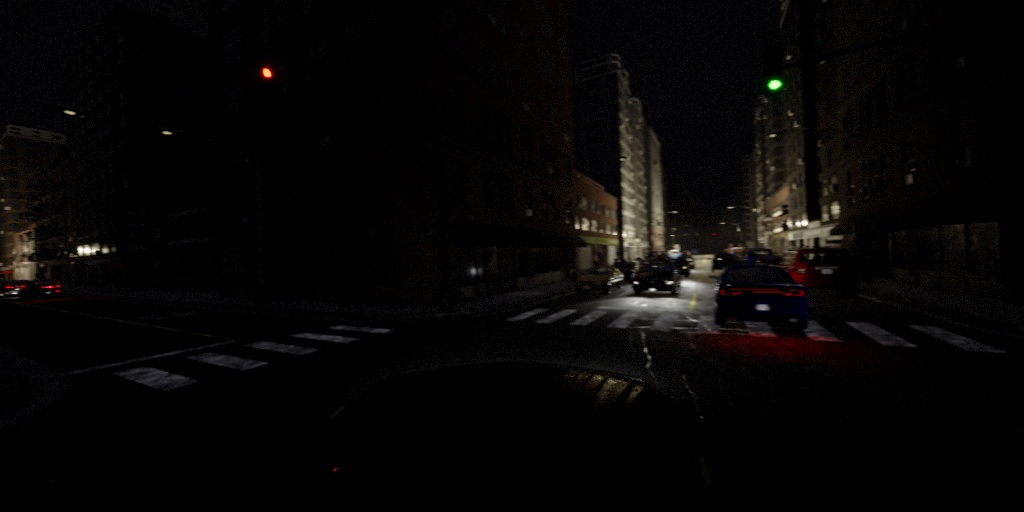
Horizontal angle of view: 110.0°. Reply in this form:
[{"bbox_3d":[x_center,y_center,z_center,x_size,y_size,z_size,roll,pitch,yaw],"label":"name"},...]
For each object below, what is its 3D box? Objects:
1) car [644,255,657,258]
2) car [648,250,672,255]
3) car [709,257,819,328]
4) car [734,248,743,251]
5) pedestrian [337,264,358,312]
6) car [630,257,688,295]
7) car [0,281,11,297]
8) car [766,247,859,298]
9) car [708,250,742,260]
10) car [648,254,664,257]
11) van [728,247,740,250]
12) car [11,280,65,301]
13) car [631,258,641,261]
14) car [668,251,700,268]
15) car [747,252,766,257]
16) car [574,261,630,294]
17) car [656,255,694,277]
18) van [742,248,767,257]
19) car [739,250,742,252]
[{"bbox_3d":[10.025,0.836,28.447,1.751,1.417,4.829,0,0,29],"label":"car"},{"bbox_3d":[15.537,0.386,38.515,2.192,1.841,5.009,0,0,29],"label":"car"},{"bbox_3d":[6.832,0.955,10.263,1.882,1.535,5.008,-2,0,29],"label":"car"},{"bbox_3d":[25.795,0.190,39.510,1.751,1.417,4.829,0,0,29],"label":"car"},{"bbox_3d":[-6.052,1.116,13.115,0.375,1.860,0.375,-2,0,30],"label":"pedestrian"},{"bbox_3d":[7.249,0.994,17.678,2.033,1.411,5.357,-2,0,28],"label":"car"},{"bbox_3d":[-46.419,2.991,33.571,4.892,1.490,1.837,-2,0,30],"label":"car"},{"bbox_3d":[12.136,0.575,14.556,2.192,1.841,5.009,0,0,29],"label":"car"},{"bbox_3d":[16.992,0.541,28.824,1.837,1.490,4.892,-2,0,29],"label":"car"},{"bbox_3d":[12.740,0.716,33.406,1.751,1.417,4.829,0,0,29],"label":"car"},{"bbox_3d":[31.144,-0.236,49.282,1.690,1.789,3.998,0,0,29],"label":"van"},{"bbox_3d":[-37.462,2.661,28.537,4.902,1.511,2.128,-2,0,30],"label":"car"},{"bbox_3d":[7.393,0.995,23.637,1.948,1.339,4.313,0,0,29],"label":"car"},{"bbox_3d":[17.174,0.560,35.693,2.033,1.411,5.357,-2,0,29],"label":"car"},{"bbox_3d":[17.567,0.569,24.478,1.888,1.381,4.507,0,0,29],"label":"car"},{"bbox_3d":[4.596,1.073,18.528,1.751,1.417,4.829,0,0,29],"label":"car"},{"bbox_3d":[12.024,0.840,26.364,1.895,1.301,4.718,-2,0,29],"label":"car"},{"bbox_3d":[20.283,0.245,29.439,1.690,1.789,3.998,0,0,29],"label":"van"},{"bbox_3d":[22.998,0.367,34.400,1.802,1.307,4.207,0,0,29],"label":"car"}]
